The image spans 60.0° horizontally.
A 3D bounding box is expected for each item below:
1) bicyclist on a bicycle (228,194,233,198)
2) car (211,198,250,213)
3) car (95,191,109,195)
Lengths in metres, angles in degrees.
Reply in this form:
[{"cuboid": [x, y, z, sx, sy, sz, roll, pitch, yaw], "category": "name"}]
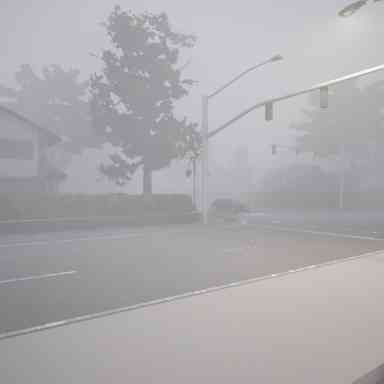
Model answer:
[{"cuboid": [5.872, 1.179, 51.053, 1.656, 1.620, 0.582, 0, 0, -36], "category": "bicyclist on a bicycle"}, {"cuboid": [4.099, 1.418, 35.763, 1.837, 1.490, 4.892, 0, 0, -36], "category": "car"}, {"cuboid": [-20.440, 0.858, 75.224, 2.150, 2.045, 5.566, 0, 0, -36], "category": "car"}]
